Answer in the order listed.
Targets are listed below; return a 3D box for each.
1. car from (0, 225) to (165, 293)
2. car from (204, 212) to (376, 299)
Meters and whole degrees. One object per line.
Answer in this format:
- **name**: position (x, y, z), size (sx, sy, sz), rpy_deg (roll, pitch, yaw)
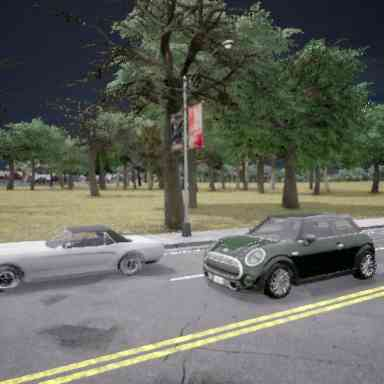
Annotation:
- **car**: position (-3.222, 1.596, 8.897), size (4.718, 1.301, 1.895), rpy_deg (0, 0, -30)
- **car**: position (2.528, 1.338, 8.471), size (4.553, 1.767, 2.097), rpy_deg (0, 0, -30)
